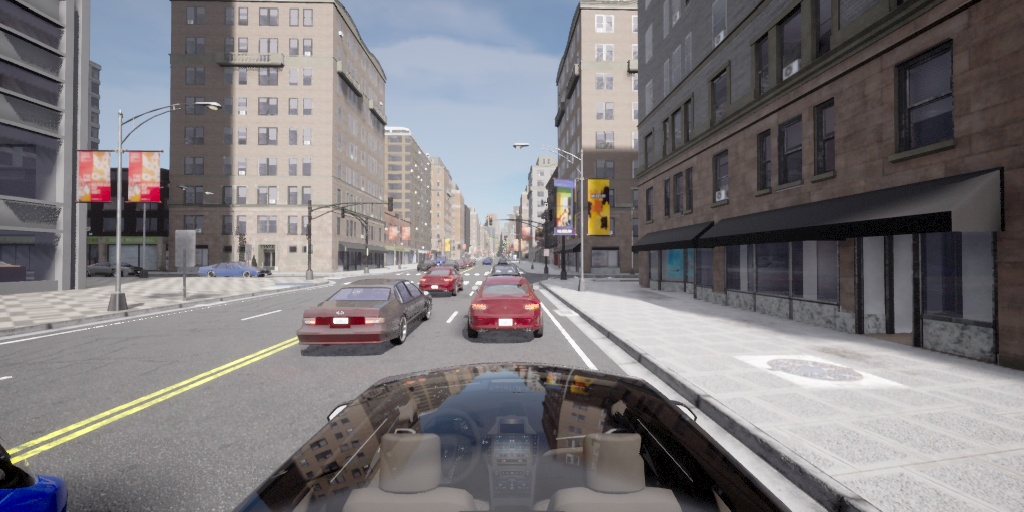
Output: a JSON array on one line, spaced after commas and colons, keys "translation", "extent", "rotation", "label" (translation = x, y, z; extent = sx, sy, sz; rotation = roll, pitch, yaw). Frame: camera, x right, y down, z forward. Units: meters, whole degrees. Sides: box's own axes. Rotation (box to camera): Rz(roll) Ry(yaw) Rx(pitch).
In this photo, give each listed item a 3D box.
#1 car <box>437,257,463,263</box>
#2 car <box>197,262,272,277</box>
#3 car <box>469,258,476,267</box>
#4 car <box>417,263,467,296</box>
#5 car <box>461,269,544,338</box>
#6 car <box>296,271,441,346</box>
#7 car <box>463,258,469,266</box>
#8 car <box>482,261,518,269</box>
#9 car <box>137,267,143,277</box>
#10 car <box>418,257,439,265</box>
[{"translation": [-7.807, 1.207, 45.500], "extent": [1.882, 1.535, 5.008], "rotation": [0, 0, -2], "label": "car"}, {"translation": [-23.681, 1.194, 30.689], "extent": [5.357, 1.411, 2.033], "rotation": [0, -1, 1], "label": "car"}, {"translation": [-8.278, 1.063, 64.579], "extent": [2.097, 1.767, 4.553], "rotation": [0, 0, -1], "label": "car"}, {"translation": [-3.669, 1.274, 19.021], "extent": [1.812, 1.442, 4.674], "rotation": [0, 0, -2], "label": "car"}, {"translation": [-0.183, 1.276, 10.116], "extent": [1.812, 1.442, 4.674], "rotation": [0, 0, -1], "label": "car"}, {"translation": [-3.413, 1.298, 9.434], "extent": [2.033, 1.411, 5.357], "rotation": [0, 0, -2], "label": "car"}, {"translation": [-8.051, 1.247, 54.704], "extent": [1.812, 1.442, 4.674], "rotation": [0, 0, -1], "label": "car"}, {"translation": [-0.413, 1.240, 19.200], "extent": [2.128, 1.511, 4.902], "rotation": [0, 0, -3], "label": "car"}, {"translation": [-33.647, 1.169, 30.365], "extent": [4.181, 1.385, 1.994], "rotation": [0, -1, -2], "label": "car"}, {"translation": [-11.105, 1.206, 47.201], "extent": [1.882, 1.535, 5.008], "rotation": [0, 0, -1], "label": "car"}]
